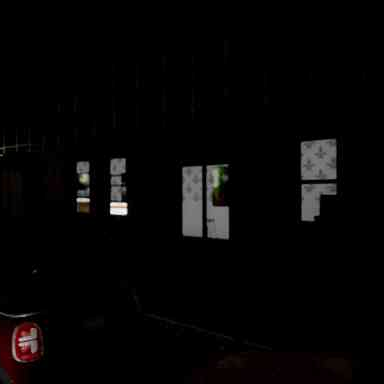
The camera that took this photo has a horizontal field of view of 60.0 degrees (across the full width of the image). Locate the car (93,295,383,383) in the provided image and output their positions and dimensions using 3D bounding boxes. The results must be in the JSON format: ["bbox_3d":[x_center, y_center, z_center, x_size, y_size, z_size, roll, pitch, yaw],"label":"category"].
[{"bbox_3d":[1.822,1.521,1.575,4.829,1.417,1.752,0,0,35],"label":"car"}]

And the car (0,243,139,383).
[{"bbox_3d":[-2.641,1.467,4.751,4.097,1.590,1.967,0,0,35],"label":"car"}]
